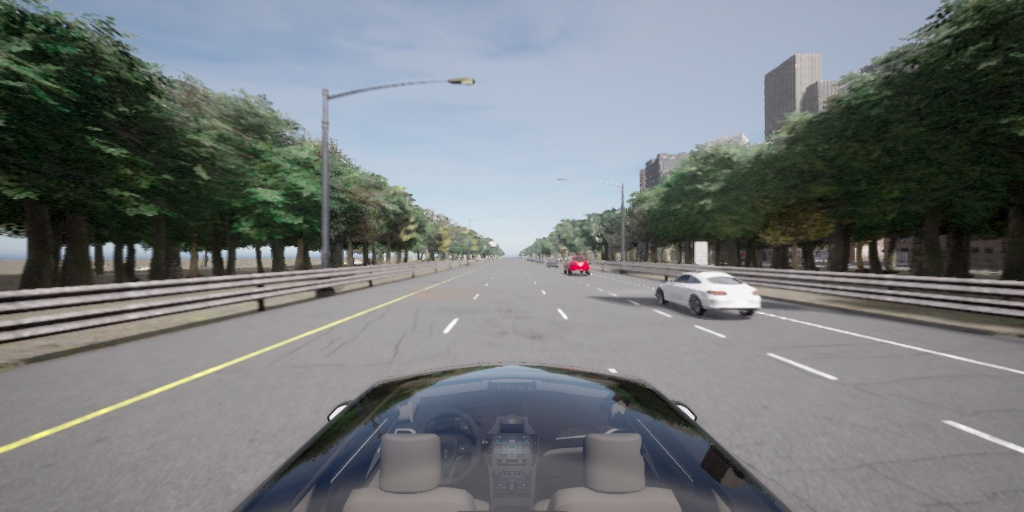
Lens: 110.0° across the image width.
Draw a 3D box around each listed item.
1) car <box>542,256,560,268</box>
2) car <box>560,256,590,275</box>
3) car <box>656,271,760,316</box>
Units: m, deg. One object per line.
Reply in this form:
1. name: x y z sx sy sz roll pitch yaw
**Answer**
1. car: 7.000 1.289 63.173 2.128 1.511 4.902 0 0 0
2. car: 6.992 0.988 39.264 2.150 2.045 5.566 0 0 0
3. car: 6.997 1.280 13.252 1.812 1.442 4.674 0 0 0
